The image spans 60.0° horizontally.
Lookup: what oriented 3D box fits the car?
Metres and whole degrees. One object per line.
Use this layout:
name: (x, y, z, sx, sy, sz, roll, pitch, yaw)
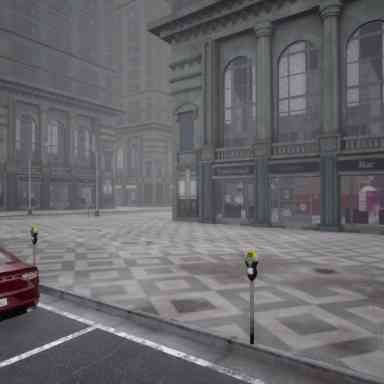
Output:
car: (-4.713, 1.546, 6.316, 4.507, 1.381, 1.887, 0, 0, 35)
